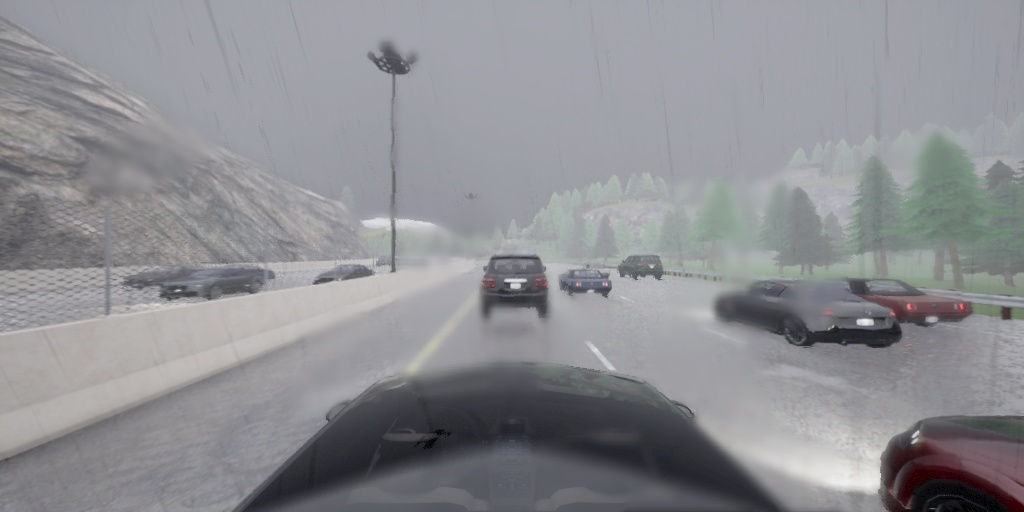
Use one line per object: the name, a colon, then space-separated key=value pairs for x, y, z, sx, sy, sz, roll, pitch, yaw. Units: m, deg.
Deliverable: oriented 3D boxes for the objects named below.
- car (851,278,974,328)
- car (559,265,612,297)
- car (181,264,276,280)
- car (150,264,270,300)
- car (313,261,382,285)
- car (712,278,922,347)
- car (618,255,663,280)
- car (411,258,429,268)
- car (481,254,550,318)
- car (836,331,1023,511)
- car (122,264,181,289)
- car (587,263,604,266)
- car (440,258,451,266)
car: x=10.601 y=1.328 z=11.256 sx=1.895 sy=1.301 sz=4.718 roll=0 pitch=0 yaw=0
car: x=3.604 y=1.310 z=18.447 sx=1.895 sy=1.301 sz=4.718 roll=0 pitch=0 yaw=0
car: x=-17.593 y=1.244 z=22.969 sx=2.033 sy=1.411 sz=5.357 roll=0 pitch=0 yaw=0
car: x=-14.093 y=1.276 z=17.130 sx=1.994 sy=1.385 sz=4.181 roll=0 pitch=0 yaw=0
car: x=-10.592 y=1.244 z=23.229 sx=2.033 sy=1.411 sz=5.357 roll=0 pitch=0 yaw=0
car: x=7.103 y=1.296 z=9.225 sx=1.994 sy=1.385 sz=4.181 roll=0 pitch=0 yaw=0
car: x=10.608 y=0.902 z=29.867 sx=2.150 sy=2.045 sz=5.566 roll=0 pitch=0 yaw=0
car: x=-14.864 y=1.134 z=59.199 sx=1.812 sy=1.442 sz=4.674 roll=0 pitch=0 yaw=-4
car: x=0.104 y=0.944 z=13.000 sx=2.150 sy=2.045 sz=5.566 roll=0 pitch=0 yaw=0
car: x=3.600 y=1.316 z=0.769 sx=1.994 sy=1.385 sz=4.181 roll=0 pitch=0 yaw=0
car: x=-21.092 y=1.245 z=22.762 sx=2.033 sy=1.411 sz=5.357 roll=0 pitch=0 yaw=0
car: x=7.110 y=1.278 z=31.387 sx=1.895 sy=1.301 sz=4.718 roll=0 pitch=0 yaw=0
car: x=-11.683 y=1.125 z=63.051 sx=1.812 sy=1.442 sz=4.674 roll=0 pitch=0 yaw=-5
